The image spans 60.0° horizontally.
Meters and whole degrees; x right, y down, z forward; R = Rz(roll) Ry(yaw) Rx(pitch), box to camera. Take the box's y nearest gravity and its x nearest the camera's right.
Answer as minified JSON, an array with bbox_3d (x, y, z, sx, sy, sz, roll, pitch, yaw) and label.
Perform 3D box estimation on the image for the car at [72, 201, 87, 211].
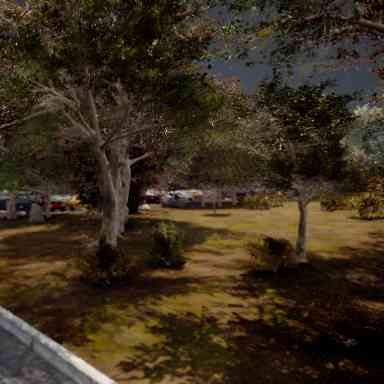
[{"bbox_3d":[-11.499,0.957,32.238,5.366,1.575,1.946,2,3,44],"label":"car"}]

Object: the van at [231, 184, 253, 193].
[{"bbox_3d":[11.211,-0.886,74.625,4.442,1.987,1.878,2,3,44],"label":"van"}]

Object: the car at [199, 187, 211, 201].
[{"bbox_3d":[0.106,0.487,44.170,5.008,1.535,2.097,2,3,44],"label":"car"}]

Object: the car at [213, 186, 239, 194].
[{"bbox_3d":[7.129,-0.513,70.782,5.366,1.575,1.946,2,3,44],"label":"car"}]

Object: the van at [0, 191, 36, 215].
[{"bbox_3d":[-15.275,0.897,28.163,4.442,1.987,1.878,2,3,44],"label":"van"}]

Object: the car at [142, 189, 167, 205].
[{"bbox_3d":[-5.624,0.725,38.133,5.008,1.535,2.097,2,3,43],"label":"car"}]

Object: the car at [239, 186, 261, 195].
[{"bbox_3d":[7.738,0.202,52.228,4.792,1.488,2.163,2,3,44],"label":"car"}]

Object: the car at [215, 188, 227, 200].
[{"bbox_3d":[2.021,0.448,46.182,4.674,1.452,2.002,2,3,44],"label":"car"}]

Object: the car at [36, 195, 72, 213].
[{"bbox_3d":[-13.257,1.075,30.079,4.792,1.488,2.163,2,3,44],"label":"car"}]

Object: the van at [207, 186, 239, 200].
[{"bbox_3d":[4.019,0.107,48.099,4.442,1.987,1.878,2,3,44],"label":"van"}]

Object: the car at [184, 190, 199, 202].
[{"bbox_3d":[-1.805,0.606,42.160,4.674,1.452,2.002,2,3,44],"label":"car"}]

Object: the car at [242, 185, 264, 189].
[{"bbox_3d":[11.451,0.009,56.355,5.366,1.575,1.946,2,3,44],"label":"car"}]

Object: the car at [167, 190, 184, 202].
[{"bbox_3d":[-3.693,0.520,40.121,4.553,1.767,2.185,2,3,44],"label":"car"}]

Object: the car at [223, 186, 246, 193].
[{"bbox_3d":[9.197,-0.544,72.684,4.674,1.452,2.002,2,3,44],"label":"car"}]

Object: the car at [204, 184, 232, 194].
[{"bbox_3d":[5.311,-0.678,68.634,5.566,2.045,2.435,2,3,44],"label":"car"}]

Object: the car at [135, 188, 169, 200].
[{"bbox_3d":[-5.990,0.285,49.966,1.882,1.535,5.008,2,3,44],"label":"car"}]
